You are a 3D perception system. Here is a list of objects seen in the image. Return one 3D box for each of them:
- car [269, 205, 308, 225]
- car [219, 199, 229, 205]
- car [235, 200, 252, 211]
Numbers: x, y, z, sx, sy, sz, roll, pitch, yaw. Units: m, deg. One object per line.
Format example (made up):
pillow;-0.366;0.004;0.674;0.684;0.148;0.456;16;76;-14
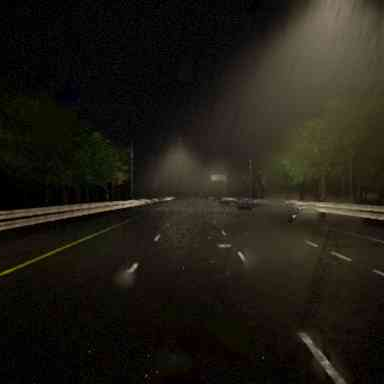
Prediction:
car;7.041;1.661;24.688;1.994;1.385;4.181;0;0;0
car;7.341;2.188;76.658;1.994;1.385;4.181;0;-1;0
car;7.129;1.847;46.265;2.033;1.411;5.357;0;-1;0
